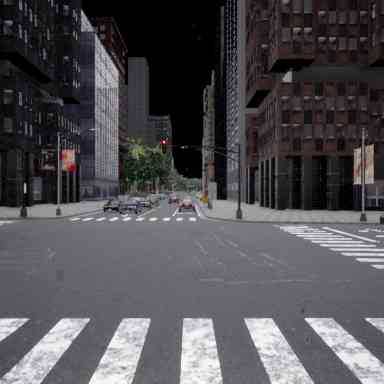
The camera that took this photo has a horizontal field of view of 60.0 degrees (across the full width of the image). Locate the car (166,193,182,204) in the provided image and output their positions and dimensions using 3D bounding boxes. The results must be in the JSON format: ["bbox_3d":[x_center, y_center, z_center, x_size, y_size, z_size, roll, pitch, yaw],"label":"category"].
[{"bbox_3d":[-3.480,1.422,65.600,2.097,1.767,4.553,0,0,0],"label":"car"}]

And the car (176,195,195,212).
[{"bbox_3d":[-0.572,1.448,39.061,1.967,1.590,4.097,0,0,0],"label":"car"}]

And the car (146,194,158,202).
[{"bbox_3d":[-9.309,1.416,76.998,2.192,1.841,5.009,0,0,0],"label":"car"}]

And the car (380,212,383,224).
[{"bbox_3d":[14.994,1.457,21.005,5.566,2.045,2.150,1,0,0],"label":"car"}]

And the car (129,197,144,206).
[{"bbox_3d":[-9.186,1.569,55.124,1.752,1.417,4.829,0,0,0],"label":"car"}]

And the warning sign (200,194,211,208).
[{"bbox_3d":[1.718,1.131,42.744,1.300,1.860,1.060,0,0,0],"label":"warning sign"}]

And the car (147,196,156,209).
[{"bbox_3d":[-6.474,1.586,45.448,1.994,1.385,4.181,0,0,-1],"label":"car"}]

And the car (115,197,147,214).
[{"bbox_3d":[-6.421,1.547,35.494,2.033,1.411,5.357,0,0,-1],"label":"car"}]

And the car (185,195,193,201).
[{"bbox_3d":[-0.844,1.573,87.885,1.967,1.590,4.097,0,0,0],"label":"car"}]

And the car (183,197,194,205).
[{"bbox_3d":[-0.693,1.602,60.760,1.887,1.381,4.507,0,0,0],"label":"car"}]

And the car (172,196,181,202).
[{"bbox_3d":[-3.535,1.582,75.638,1.812,1.442,4.674,0,0,0],"label":"car"}]

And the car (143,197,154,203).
[{"bbox_3d":[-9.278,1.668,71.572,1.802,1.307,4.206,0,0,0],"label":"car"}]

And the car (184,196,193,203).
[{"bbox_3d":[-0.754,1.611,71.780,1.752,1.417,4.829,0,0,0],"label":"car"}]

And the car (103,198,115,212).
[{"bbox_3d":[-9.097,1.573,39.016,1.947,1.339,4.313,0,0,0],"label":"car"}]

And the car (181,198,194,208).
[{"bbox_3d":[-0.632,1.614,49.910,1.802,1.307,4.206,0,0,0],"label":"car"}]

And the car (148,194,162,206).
[{"bbox_3d":[-6.510,1.550,55.641,1.837,1.490,4.892,0,0,0],"label":"car"}]

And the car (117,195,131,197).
[{"bbox_3d":[-9.128,1.335,44.443,2.192,1.841,5.009,0,0,0],"label":"car"}]

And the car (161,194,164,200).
[{"bbox_3d":[-9.370,1.448,87.850,2.192,1.841,5.009,0,0,0],"label":"car"}]
